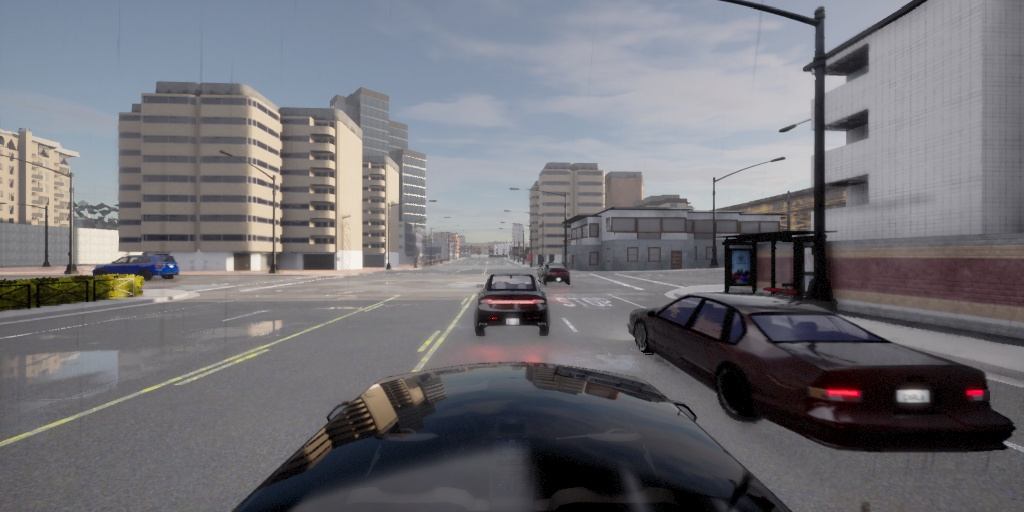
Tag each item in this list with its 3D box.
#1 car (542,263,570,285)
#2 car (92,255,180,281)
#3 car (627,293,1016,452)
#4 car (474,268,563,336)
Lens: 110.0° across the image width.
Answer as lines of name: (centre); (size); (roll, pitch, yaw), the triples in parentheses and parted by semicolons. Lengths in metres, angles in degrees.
car: (2.960, 1.275, 26.033); (1.837, 1.490, 4.892); (0, 0, -3)
car: (-30.615, 0.969, 29.326); (5.566, 2.045, 2.150); (0, 0, -2)
car: (3.551, 1.298, 5.704); (2.033, 1.411, 5.357); (0, 0, 0)
car: (-0.020, 1.242, 10.379); (2.128, 1.511, 4.902); (0, 0, -1)
